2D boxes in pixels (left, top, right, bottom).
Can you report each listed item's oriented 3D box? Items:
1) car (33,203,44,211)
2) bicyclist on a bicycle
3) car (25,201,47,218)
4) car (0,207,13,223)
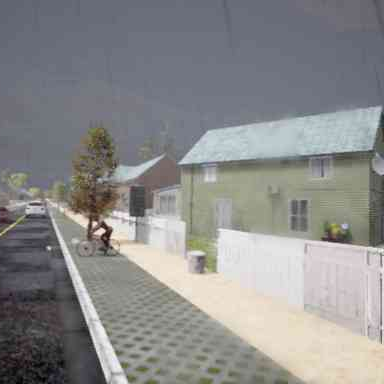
[{"bbox_3d":[-31.216,3.031,67.717,1.882,1.535,5.008,3,-2,-24],"label":"car"},{"bbox_3d":[-3.550,1.692,12.773,1.656,1.620,0.582,3,-2,-24],"label":"bicyclist on a bicycle"},{"bbox_3d":[-19.607,2.185,41.843,2.150,2.045,5.566,3,-2,-23],"label":"car"},{"bbox_3d":[-18.224,2.142,31.498,1.812,1.442,4.674,3,-3,-23],"label":"car"}]
